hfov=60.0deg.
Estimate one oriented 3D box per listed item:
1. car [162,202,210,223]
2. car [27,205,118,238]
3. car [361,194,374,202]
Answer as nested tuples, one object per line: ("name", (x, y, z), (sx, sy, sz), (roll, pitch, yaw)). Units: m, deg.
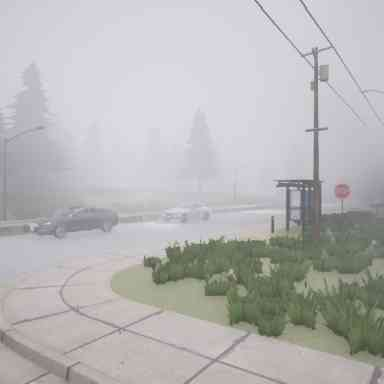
("car", (-0.319, 1.526, 25.845), (1.812, 1.442, 4.674), (0, 0, 36))
("car", (-6.165, 1.492, 17.772), (2.128, 1.511, 4.902), (0, 0, 36))
("car", (40.420, 1.355, 76.466), (2.097, 1.767, 4.553), (0, 0, 36))
